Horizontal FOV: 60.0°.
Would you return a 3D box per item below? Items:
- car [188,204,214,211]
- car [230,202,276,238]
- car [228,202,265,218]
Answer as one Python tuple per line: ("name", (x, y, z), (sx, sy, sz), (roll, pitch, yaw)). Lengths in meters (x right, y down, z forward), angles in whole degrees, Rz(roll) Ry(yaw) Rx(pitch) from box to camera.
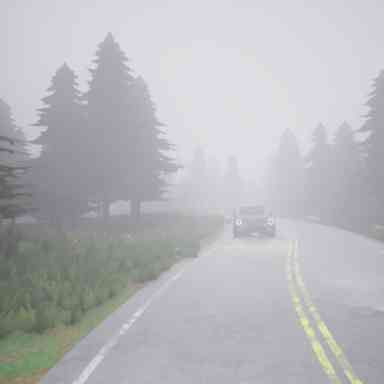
("car", (1.115, 2.291, 44.145), (1.812, 1.442, 4.674), (4, -6, -36))
("car", (3.383, 1.499, 18.663), (2.097, 1.767, 4.553), (-1, 0, 6))
("car", (5.610, 1.812, 35.010), (1.837, 1.490, 4.892), (2, -2, -16))
